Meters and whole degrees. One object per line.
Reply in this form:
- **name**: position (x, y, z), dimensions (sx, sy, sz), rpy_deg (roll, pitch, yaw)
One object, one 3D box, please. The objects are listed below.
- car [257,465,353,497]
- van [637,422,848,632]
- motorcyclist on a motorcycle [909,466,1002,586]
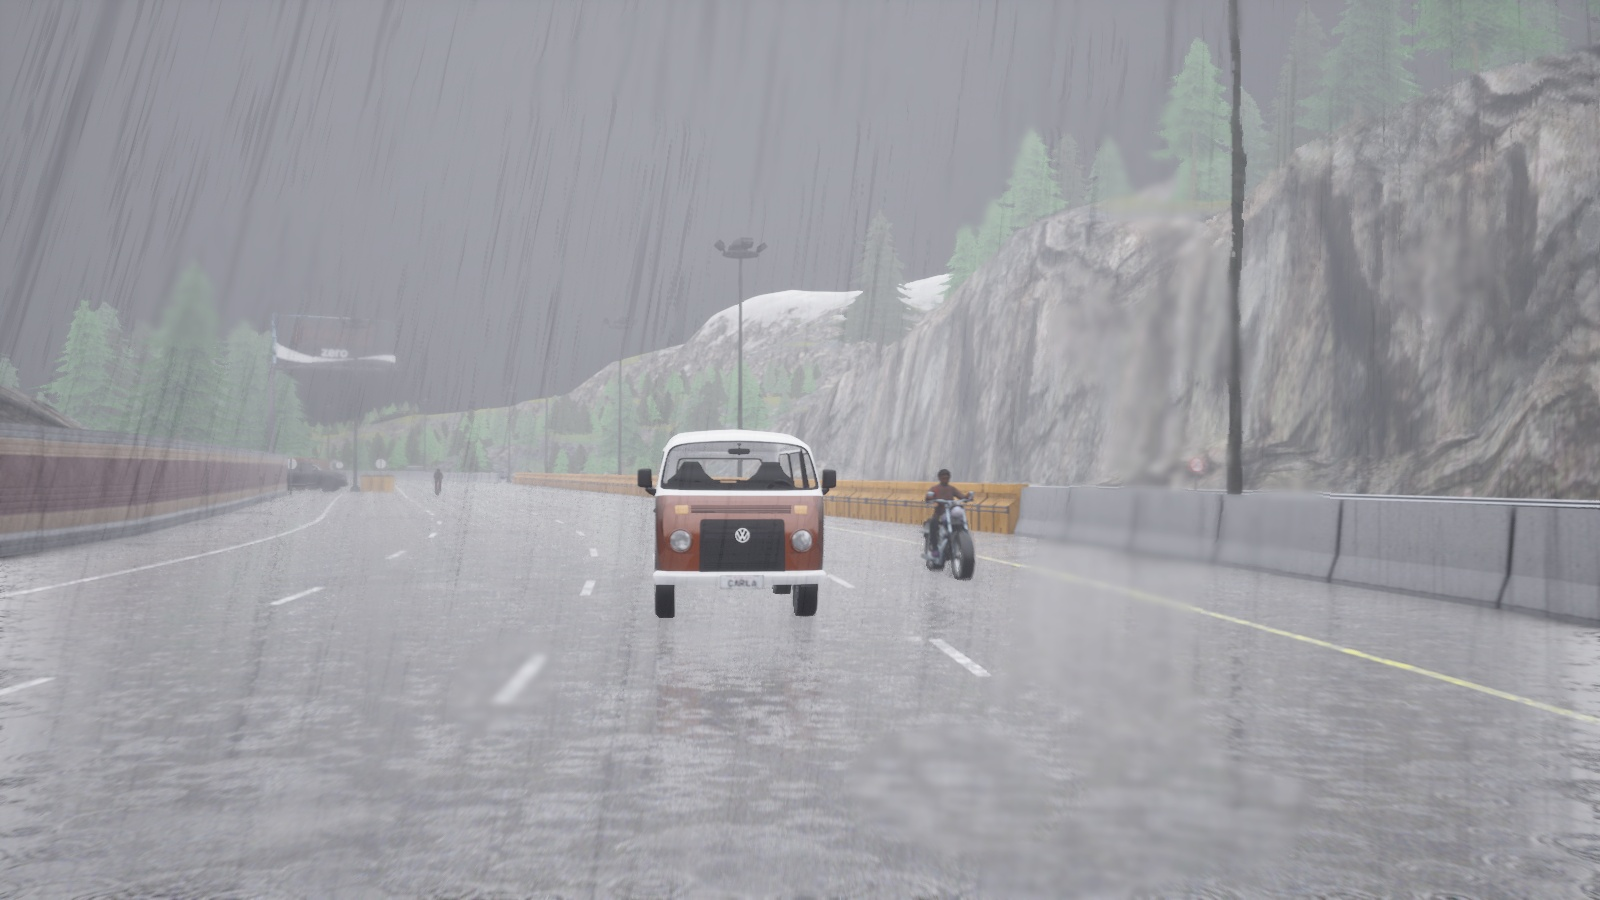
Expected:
- **car**: position (-32.540, 2.052, 82.741), dimensions (5.566, 2.045, 2.150), rpy_deg (0, -1, -11)
- **van**: position (-0.814, 0.785, 14.573), dimensions (2.069, 2.038, 4.480), rpy_deg (0, -1, -7)
- **motorcyclist on a motorcycle**: position (2.264, 1.068, 18.638), dimensions (0.766, 1.649, 2.350), rpy_deg (-1, -1, -8)
